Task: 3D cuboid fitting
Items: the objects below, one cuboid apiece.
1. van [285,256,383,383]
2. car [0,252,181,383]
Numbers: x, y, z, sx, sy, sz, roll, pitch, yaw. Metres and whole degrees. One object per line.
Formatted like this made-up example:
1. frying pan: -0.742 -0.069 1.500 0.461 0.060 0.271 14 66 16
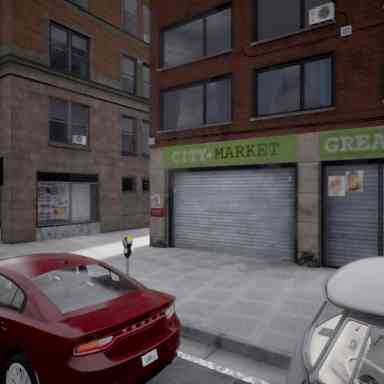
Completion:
1. van: 2.366 1.341 1.389 3.998 1.788 1.690 0 0 35
2. car: -2.243 1.544 4.675 4.507 1.381 1.887 0 0 35
